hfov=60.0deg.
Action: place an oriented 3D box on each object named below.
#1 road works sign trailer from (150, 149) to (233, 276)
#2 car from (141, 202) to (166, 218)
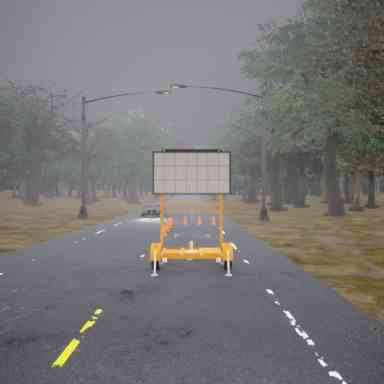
[{"bbox_3d":[-0.010,0.476,10.359,2.380,3.560,2.880,0,0,0],"label":"road works sign trailer"},{"bbox_3d":[-3.483,1.607,30.554,1.994,1.385,4.181,0,0,0],"label":"car"}]
